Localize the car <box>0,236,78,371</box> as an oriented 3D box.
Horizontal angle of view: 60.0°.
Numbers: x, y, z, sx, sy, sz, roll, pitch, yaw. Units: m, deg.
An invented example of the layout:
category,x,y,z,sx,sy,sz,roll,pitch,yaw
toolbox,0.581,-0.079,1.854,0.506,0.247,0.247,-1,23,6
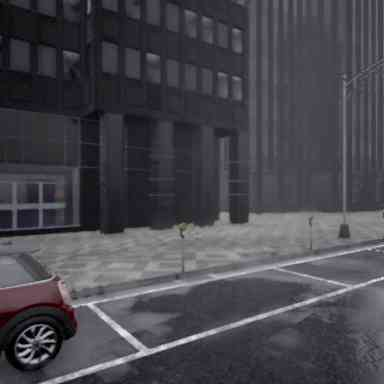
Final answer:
category,x,y,z,sx,sy,sz,roll,pitch,yaw
car,-3.668,1.440,4.033,4.097,1.590,1.967,0,0,-36
